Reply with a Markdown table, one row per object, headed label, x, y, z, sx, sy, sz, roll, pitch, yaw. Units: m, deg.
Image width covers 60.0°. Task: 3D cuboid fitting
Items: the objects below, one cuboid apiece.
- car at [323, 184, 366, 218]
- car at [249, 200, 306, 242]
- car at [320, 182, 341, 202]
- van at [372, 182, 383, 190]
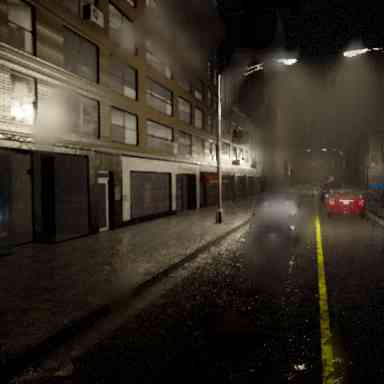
| label | x | y | z | sx | sy | sz | roll | pitch | yaw |
| --- | --- | --- | --- | --- | --- | --- | --- | --- | --- |
| car | 9.798 | 0.582 | 21.498 | 2.097 | 1.767 | 4.553 | 0 | 2 | 21 |
| car | 3.729 | 1.069 | 13.964 | 2.033 | 1.411 | 5.357 | 0 | 2 | 20 |
| car | 15.231 | -0.059 | 36.176 | 2.150 | 2.045 | 5.566 | 0 | 2 | 21 |
| van | 40.195 | -1.313 | 70.019 | 3.998 | 1.788 | 1.690 | 0 | 2 | 19 |
